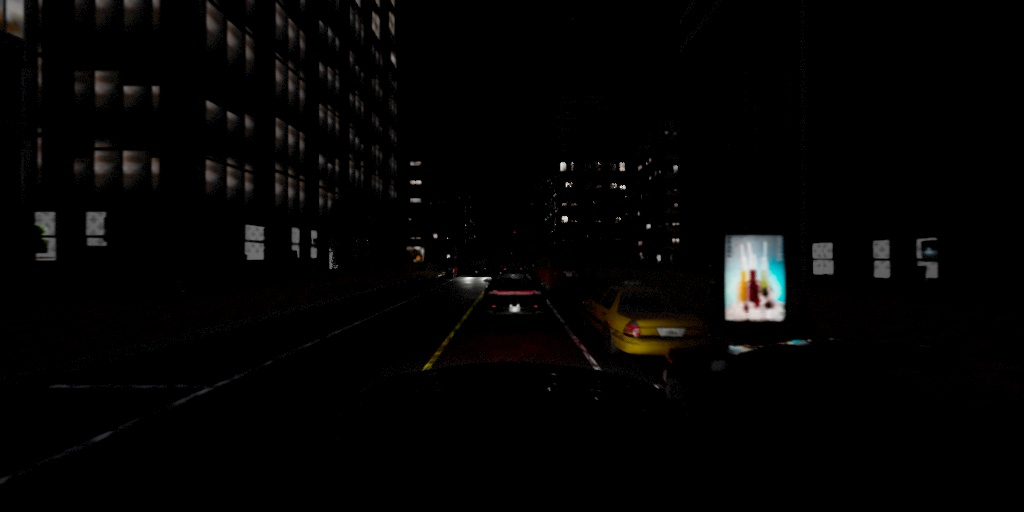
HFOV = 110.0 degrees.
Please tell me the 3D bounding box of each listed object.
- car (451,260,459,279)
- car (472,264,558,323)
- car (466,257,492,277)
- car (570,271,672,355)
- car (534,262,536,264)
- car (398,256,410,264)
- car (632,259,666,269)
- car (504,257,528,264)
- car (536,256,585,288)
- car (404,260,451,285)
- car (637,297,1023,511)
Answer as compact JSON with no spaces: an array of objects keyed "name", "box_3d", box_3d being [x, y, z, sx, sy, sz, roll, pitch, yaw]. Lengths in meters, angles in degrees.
[{"name":"car","box_3d":[-5.697,1.035,30.450,1.967,1.591,4.097,0,0,0]},{"name":"car","box_3d":[0.080,1.186,11.895,2.128,1.511,4.902,0,0,0]},{"name":"car","box_3d":[-3.099,1.105,33.541,1.812,1.442,4.674,0,0,0]},{"name":"car","box_3d":[2.691,1.241,8.384,1.751,1.417,4.829,0,0,0]},{"name":"car","box_3d":[2.685,0.941,24.892,2.192,1.841,5.009,0,0,0]},{"name":"car","box_3d":[-17.278,0.724,54.828,4.507,1.381,1.888,0,0,0]},{"name":"car","box_3d":[20.819,1.215,55.164,4.097,1.591,1.967,0,0,0]},{"name":"car","box_3d":[0.077,1.102,27.786,2.128,1.511,4.902,0,0,0]},{"name":"car","box_3d":[2.687,0.970,19.332,2.192,1.841,5.009,0,0,0]},{"name":"car","box_3d":[-5.695,1.151,24.721,1.751,1.417,4.829,0,0,0]},{"name":"car","box_3d":[2.692,1.290,2.655,1.888,1.381,4.507,0,0,0]}]
